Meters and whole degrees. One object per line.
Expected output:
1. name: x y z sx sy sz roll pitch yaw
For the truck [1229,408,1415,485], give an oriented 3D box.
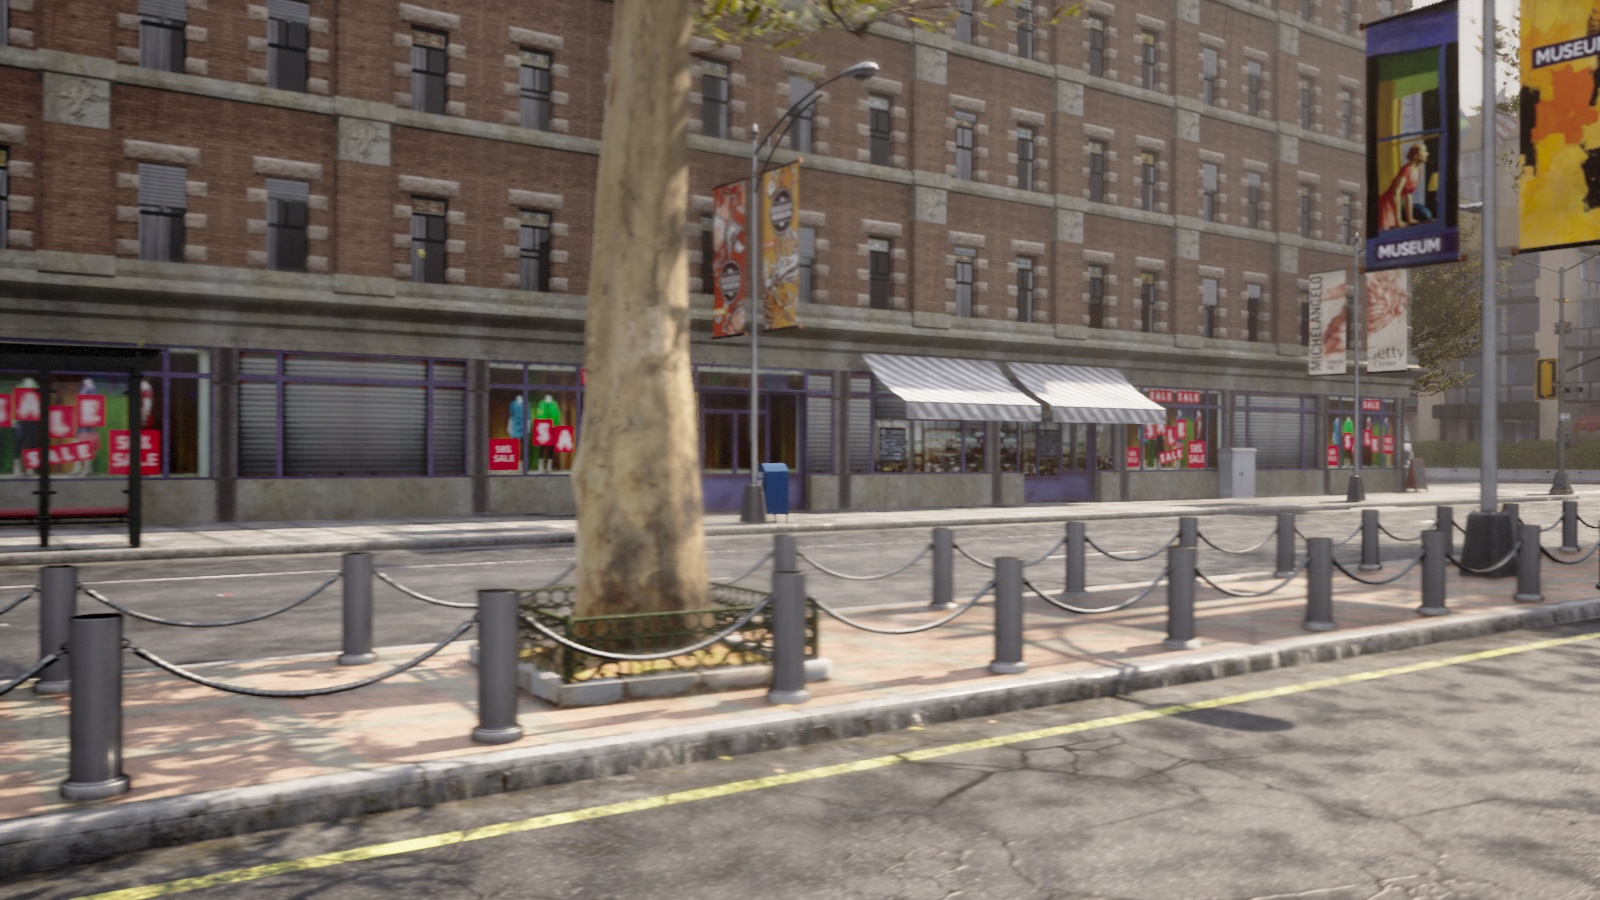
1. truck: 24.943 -0.142 60.423 2.891 3.462 7.936 0 0 -35
